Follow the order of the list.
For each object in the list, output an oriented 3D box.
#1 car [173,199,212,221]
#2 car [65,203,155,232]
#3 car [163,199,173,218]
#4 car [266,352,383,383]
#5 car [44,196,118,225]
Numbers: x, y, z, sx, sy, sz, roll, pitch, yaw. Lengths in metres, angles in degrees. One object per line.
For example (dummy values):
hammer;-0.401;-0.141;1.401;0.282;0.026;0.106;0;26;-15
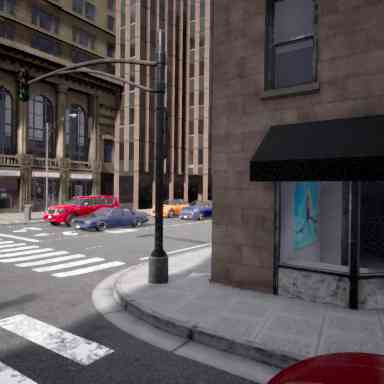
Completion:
car;0.742;1.552;30.013;2.097;1.767;4.553;1;0;35
car;-5.136;1.659;21.632;2.033;1.411;5.357;1;0;35
car;-1.897;1.505;31.910;2.097;1.767;4.553;1;0;35
car;2.359;1.545;1.291;4.507;1.381;1.887;0;1;35
car;-7.600;1.290;23.772;2.150;2.045;5.566;1;0;35
